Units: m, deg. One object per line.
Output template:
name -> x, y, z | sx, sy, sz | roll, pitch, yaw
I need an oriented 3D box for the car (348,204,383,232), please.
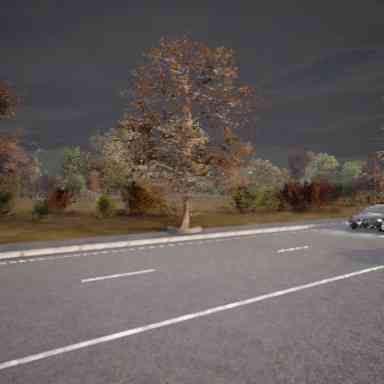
car -> 11.509, 1.534, 20.211 | 4.892, 1.490, 1.837 | 0, 0, -33
